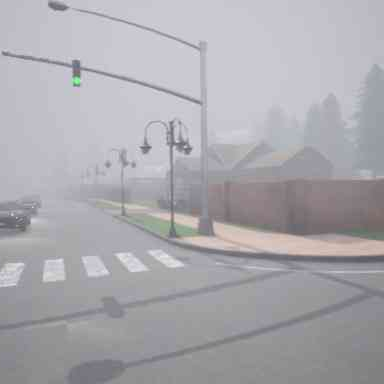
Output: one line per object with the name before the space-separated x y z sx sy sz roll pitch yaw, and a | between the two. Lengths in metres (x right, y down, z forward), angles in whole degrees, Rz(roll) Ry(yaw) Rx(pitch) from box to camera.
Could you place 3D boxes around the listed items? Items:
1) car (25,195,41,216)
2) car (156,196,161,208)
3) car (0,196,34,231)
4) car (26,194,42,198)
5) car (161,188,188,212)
car | -13.783 1.218 27.355 1.895 1.301 4.718 -1 1 -22
car | -1.146 0.564 29.587 3.866 1.878 1.905 -1 1 -23
car | -9.959 1.229 18.124 1.882 1.535 5.008 -1 1 -22
car | -17.832 0.956 36.968 1.882 1.535 5.008 -1 1 -23
car | 0.181 0.587 27.417 4.605 1.855 1.932 -1 1 -23
